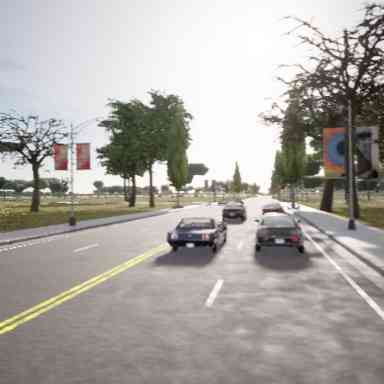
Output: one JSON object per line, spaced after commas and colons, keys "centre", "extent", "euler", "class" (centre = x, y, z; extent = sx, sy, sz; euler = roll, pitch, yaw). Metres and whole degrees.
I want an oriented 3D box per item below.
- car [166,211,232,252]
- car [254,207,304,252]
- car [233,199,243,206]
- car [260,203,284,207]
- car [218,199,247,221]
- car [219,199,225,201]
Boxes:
{"centre": [0.426, 1.718, 14.611], "extent": [1.895, 1.301, 4.718], "euler": [-1, 0, 13], "class": "car"}
{"centre": [3.658, 1.601, 14.152], "extent": [1.812, 1.442, 4.674], "euler": [-1, 0, 13], "class": "car"}
{"centre": [9.846, 2.193, 71.000], "extent": [1.895, 1.301, 4.718], "euler": [-1, -1, 13], "class": "car"}
{"centre": [6.992, 1.656, 28.893], "extent": [1.882, 1.535, 5.008], "euler": [-1, 0, 13], "class": "car"}
{"centre": [3.819, 1.699, 29.596], "extent": [1.882, 1.535, 5.008], "euler": [-1, 0, 13], "class": "car"}
{"centre": [6.676, 2.236, 71.716], "extent": [1.895, 1.301, 4.718], "euler": [-1, -1, 13], "class": "car"}
